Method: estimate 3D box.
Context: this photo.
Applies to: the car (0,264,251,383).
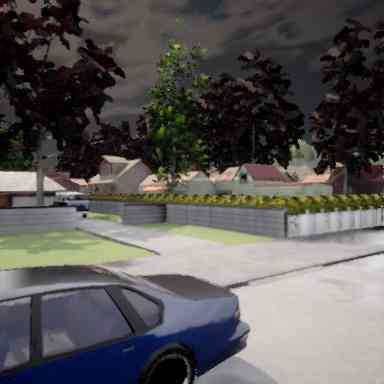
[{"bbox_3d":[-1.830,1.547,3.300,5.357,1.411,2.033,0,0,-35],"label":"car"}]
